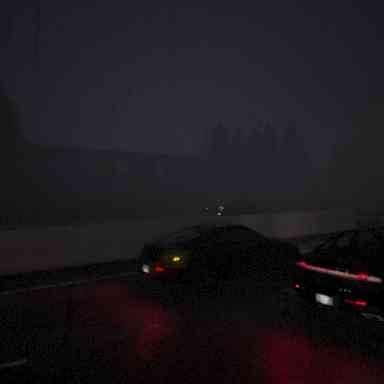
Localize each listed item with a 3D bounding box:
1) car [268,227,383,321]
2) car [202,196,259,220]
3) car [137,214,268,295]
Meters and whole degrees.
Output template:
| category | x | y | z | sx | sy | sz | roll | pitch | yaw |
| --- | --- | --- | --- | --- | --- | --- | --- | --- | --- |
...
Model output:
| category | x | y | z | sx | sy | sz | roll | pitch | yaw |
| --- | --- | --- | --- | --- | --- | --- | --- | --- | --- |
| car | 4.049 | 1.462 | 6.635 | 4.902 | 1.511 | 2.128 | 0 | 0 | -35 |
| car | 3.305 | 1.272 | 27.941 | 4.553 | 1.767 | 2.097 | 0 | 0 | -36 |
| car | 0.859 | 1.502 | 8.659 | 4.674 | 1.442 | 1.812 | 0 | 0 | -36 |
